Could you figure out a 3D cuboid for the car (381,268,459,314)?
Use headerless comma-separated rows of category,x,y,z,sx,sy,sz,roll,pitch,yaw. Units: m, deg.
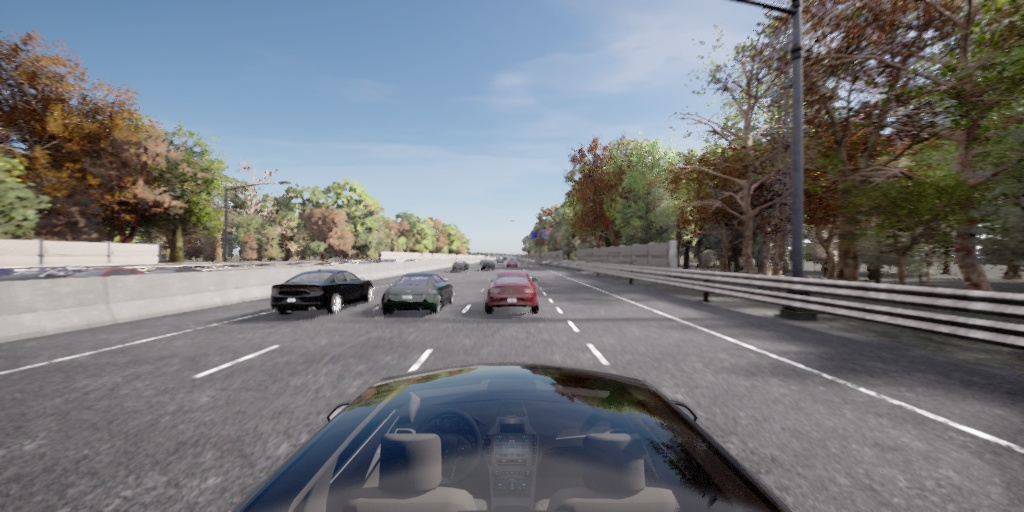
car,-3.495,1.340,13.952,1.994,1.385,4.181,0,0,0

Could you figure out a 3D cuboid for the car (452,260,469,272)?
car,-6.978,1.339,49.078,2.128,1.511,4.902,0,0,0

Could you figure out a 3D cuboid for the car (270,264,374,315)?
car,-6.994,1.255,13.845,1.882,1.535,5.008,0,0,0

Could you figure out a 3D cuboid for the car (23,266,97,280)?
car,-21.076,1.318,18.527,1.812,1.442,4.674,0,0,0

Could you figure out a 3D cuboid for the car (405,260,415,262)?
car,-17.486,1.388,60.939,1.837,1.490,4.892,0,0,0

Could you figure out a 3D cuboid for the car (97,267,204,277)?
car,-17.582,1.316,18.406,1.812,1.442,4.674,0,0,0

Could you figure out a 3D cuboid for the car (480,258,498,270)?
car,-3.475,1.361,53.446,1.837,1.490,4.892,0,0,0

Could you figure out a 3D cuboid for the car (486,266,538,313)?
car,0.004,1.300,14.088,1.812,1.442,4.674,0,0,0

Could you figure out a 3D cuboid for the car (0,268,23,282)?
car,-24.579,1.287,19.104,2.128,1.511,4.902,0,0,0

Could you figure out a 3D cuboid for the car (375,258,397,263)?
car,-20.981,1.244,60.980,2.097,1.767,4.553,0,0,0

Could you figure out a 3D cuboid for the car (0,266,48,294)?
car,-28.080,1.322,18.633,1.812,1.442,4.674,0,0,0
